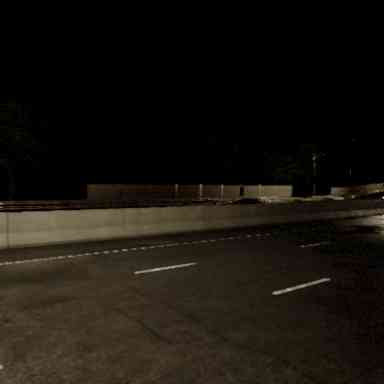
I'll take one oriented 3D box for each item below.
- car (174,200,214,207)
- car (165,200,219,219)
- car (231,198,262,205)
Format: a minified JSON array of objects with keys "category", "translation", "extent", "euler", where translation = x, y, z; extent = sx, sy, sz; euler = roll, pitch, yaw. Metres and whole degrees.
[{"category":"car","translation":[0.267,1.568,25.668],"extent":[4.718,1.301,1.895],"euler":[0,0,-35]},{"category":"car","translation":[0.032,1.489,29.792],"extent":[4.674,1.442,1.812],"euler":[0,0,-35]},{"category":"car","translation":[7.121,1.460,43.389],"extent":[4.674,1.442,1.812],"euler":[0,0,-35]}]
